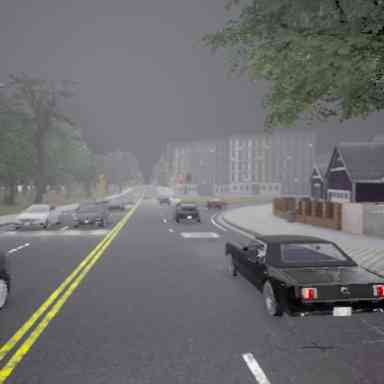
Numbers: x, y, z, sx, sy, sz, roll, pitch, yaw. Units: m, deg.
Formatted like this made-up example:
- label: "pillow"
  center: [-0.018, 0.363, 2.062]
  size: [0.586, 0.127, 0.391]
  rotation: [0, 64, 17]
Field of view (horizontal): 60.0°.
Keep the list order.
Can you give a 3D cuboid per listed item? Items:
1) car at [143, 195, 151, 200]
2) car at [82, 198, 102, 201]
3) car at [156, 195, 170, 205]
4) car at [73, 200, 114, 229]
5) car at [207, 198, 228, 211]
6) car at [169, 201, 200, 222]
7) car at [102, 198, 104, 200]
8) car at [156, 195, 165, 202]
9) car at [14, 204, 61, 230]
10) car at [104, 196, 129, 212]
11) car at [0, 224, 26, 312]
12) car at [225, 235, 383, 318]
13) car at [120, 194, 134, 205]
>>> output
- label: "car"
  center: [-11.770, 1.400, 86.662]
  size: [2.033, 1.411, 5.357]
  rotation: [0, 1, -8]
- label: "car"
  center: [-12.085, 1.542, 38.911]
  size: [1.837, 1.490, 4.892]
  rotation: [0, 0, -8]
- label: "car"
  center: [-5.033, 1.568, 60.617]
  size: [1.837, 1.490, 4.892]
  rotation: [0, 0, -8]
- label: "car"
  center: [-6.588, 1.529, 22.204]
  size: [1.837, 1.490, 4.892]
  rotation: [0, 0, -8]
- label: "car"
  center: [3.405, 1.539, 43.347]
  size: [1.882, 1.535, 5.008]
  rotation: [1, 1, 19]
- label: "car"
  center: [-0.513, 1.567, 26.616]
  size: [1.837, 1.490, 4.892]
  rotation: [0, 0, -8]
- label: "car"
  center: [-14.166, 1.641, 54.660]
  size: [1.895, 1.301, 4.718]
  rotation: [0, 0, -7]
- label: "car"
  center: [-7.442, 1.475, 78.761]
  size: [1.812, 1.442, 4.674]
  rotation: [0, 1, -8]
- label: "car"
  center: [-9.764, 1.539, 21.426]
  size: [1.812, 1.442, 4.674]
  rotation: [0, 0, -8]
- label: "car"
  center: [-8.859, 1.525, 39.301]
  size: [1.882, 1.535, 5.008]
  rotation: [0, 0, -8]
- label: "car"
  center: [-4.265, 1.502, 4.707]
  size: [1.837, 1.490, 4.892]
  rotation: [0, 0, -8]
- label: "car"
  center: [2.121, 1.625, 7.518]
  size: [1.895, 1.301, 4.718]
  rotation: [0, 0, -8]
- label: "car"
  center: [-11.381, 1.536, 58.485]
  size: [2.128, 1.511, 4.902]
  rotation: [0, 0, -7]
